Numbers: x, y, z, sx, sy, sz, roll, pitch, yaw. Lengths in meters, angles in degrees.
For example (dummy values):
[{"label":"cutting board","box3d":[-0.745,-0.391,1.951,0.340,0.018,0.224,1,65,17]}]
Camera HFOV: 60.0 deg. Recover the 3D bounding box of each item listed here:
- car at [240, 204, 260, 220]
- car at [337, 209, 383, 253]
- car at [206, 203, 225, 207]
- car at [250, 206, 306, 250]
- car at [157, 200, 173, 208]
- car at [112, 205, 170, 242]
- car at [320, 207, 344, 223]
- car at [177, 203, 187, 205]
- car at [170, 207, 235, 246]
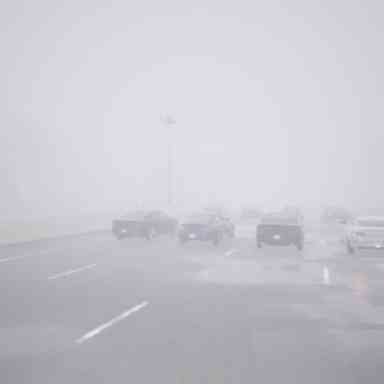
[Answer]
[{"label":"car","box3d":[5.639,1.873,31.280,1.812,1.442,4.674,0,0,16]},{"label":"car","box3d":[7.358,1.673,13.914,1.812,1.442,4.674,0,0,20]},{"label":"car","box3d":[2.377,1.845,32.607,1.882,1.535,5.008,0,0,16]},{"label":"car","box3d":[4.198,1.648,15.469,1.882,1.535,5.008,0,0,20]},{"label":"car","box3d":[-5.311,2.299,65.344,2.033,1.411,5.357,0,-1,8]},{"label":"car","box3d":[-2.346,1.687,17.952,1.882,1.535,5.008,0,0,20]},{"label":"car","box3d":[12.178,1.908,28.673,1.895,1.301,4.718,0,-1,16]},{"label":"car","box3d":[-1.855,2.304,64.902,1.994,1.385,4.181,0,-1,9]},{"label":"car","box3d":[0.809,1.712,16.387,1.812,1.442,4.674,0,0,20]}]
